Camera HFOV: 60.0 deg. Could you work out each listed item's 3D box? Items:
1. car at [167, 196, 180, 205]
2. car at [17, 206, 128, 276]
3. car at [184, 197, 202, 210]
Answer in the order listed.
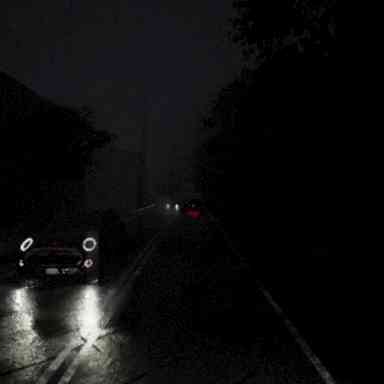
[{"bbox_3d":[-3.162,1.381,56.609,1.812,1.442,4.674,0,0,1],"label":"car"},{"bbox_3d":[-3.356,1.294,10.206,2.097,1.767,4.553,0,0,0],"label":"car"},{"bbox_3d":[0.090,1.347,40.982,1.837,1.490,4.892,0,0,0],"label":"car"}]
